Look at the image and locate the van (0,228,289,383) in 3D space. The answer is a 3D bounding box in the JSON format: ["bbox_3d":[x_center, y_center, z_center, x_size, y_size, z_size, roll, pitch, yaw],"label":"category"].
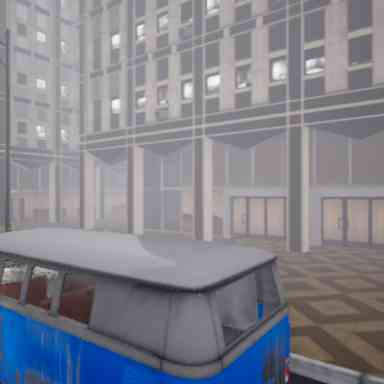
[{"bbox_3d":[-0.991,1.359,3.580,3.998,1.788,1.690,0,0,36],"label":"van"}]
